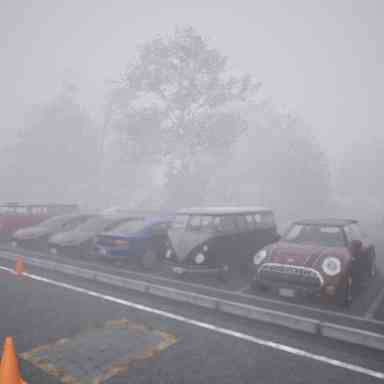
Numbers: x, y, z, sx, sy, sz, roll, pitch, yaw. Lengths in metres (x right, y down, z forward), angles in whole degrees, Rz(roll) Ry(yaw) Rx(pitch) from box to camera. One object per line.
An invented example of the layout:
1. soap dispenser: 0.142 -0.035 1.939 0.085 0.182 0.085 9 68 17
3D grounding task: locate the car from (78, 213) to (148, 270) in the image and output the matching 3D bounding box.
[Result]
1. car: -1.200 1.687 12.006 2.097 1.535 5.008 0 -1 37

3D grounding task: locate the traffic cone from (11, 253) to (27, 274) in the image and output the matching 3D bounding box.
1. traffic cone: -5.146 2.112 9.928 0.340 0.580 0.340 0 -1 37

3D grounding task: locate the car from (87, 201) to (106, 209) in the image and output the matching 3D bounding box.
1. car: -9.173 2.048 34.362 2.097 1.535 5.008 -1 -1 37

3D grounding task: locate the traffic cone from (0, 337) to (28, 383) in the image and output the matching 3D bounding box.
1. traffic cone: -2.157 2.020 3.926 0.340 0.580 0.340 0 -1 37

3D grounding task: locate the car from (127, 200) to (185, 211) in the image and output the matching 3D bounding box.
1. car: -2.608 1.737 29.402 2.435 2.045 5.566 0 -1 37

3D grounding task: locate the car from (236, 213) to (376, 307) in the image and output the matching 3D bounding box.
1. car: 3.303 1.526 8.669 2.185 1.767 4.553 0 -1 37

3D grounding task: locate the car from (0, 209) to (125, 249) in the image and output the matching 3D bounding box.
1. car: -5.696 1.753 15.356 2.163 1.488 4.792 0 -1 37

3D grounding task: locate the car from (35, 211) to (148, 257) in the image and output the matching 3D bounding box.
1. car: -3.456 1.734 13.671 2.163 1.488 4.792 0 -1 37

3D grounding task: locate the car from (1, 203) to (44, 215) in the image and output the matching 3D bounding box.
1. car: -22.528 2.244 44.406 2.002 1.452 4.674 -1 -1 37

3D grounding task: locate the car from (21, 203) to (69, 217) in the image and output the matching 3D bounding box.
1. car: -18.077 2.150 41.055 2.097 1.535 5.008 -1 -1 37

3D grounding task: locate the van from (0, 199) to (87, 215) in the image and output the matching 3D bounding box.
1. van: -7.988 1.514 16.975 1.878 1.987 4.442 0 -1 37

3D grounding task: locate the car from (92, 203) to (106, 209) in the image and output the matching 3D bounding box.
1. car: -7.045 2.067 32.764 2.002 1.452 4.674 -1 -1 37

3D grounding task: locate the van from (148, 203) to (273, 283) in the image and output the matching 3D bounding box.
1. van: 0.974 1.441 10.237 1.878 1.987 4.442 0 -1 37

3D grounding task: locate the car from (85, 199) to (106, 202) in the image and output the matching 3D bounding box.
1. car: -11.413 1.820 36.023 2.435 2.045 5.566 -1 -1 37

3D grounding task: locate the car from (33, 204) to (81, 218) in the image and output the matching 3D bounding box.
1. car: -15.866 2.153 39.362 2.163 1.488 4.792 -1 -1 37

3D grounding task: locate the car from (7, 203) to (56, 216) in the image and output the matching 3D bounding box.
1. car: -20.412 2.171 42.586 1.946 1.575 5.366 -1 -1 37

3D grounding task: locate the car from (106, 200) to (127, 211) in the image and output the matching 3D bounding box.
1. car: -4.736 1.755 31.001 2.435 2.045 5.566 0 -1 37
